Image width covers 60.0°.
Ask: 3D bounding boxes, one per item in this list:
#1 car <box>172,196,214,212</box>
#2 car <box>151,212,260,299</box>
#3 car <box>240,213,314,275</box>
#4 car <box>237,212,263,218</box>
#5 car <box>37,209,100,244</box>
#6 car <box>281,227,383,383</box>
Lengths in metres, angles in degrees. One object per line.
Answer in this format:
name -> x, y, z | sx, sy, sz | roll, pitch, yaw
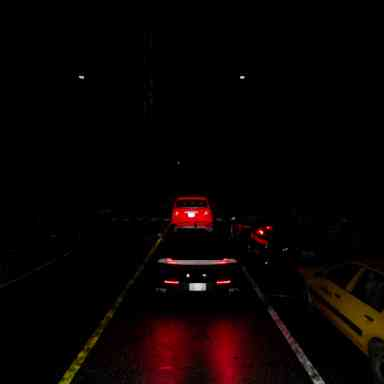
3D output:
car -> 0.061, 1.213, 18.749 | 2.150, 2.045, 5.566 | 0, 0, 2
car -> 0.096, 1.488, 8.400 | 2.128, 1.511, 4.902 | 0, 0, 0
car -> 2.863, 1.562, 10.228 | 1.947, 1.339, 4.313 | -1, 0, 0
car -> 2.861, 1.575, 15.814 | 1.802, 1.307, 4.206 | -1, 0, 0
car -> -5.685, 1.538, 15.808 | 1.887, 1.381, 4.507 | -1, 0, 0
car -> 2.864, 1.523, 4.812 | 1.752, 1.417, 4.829 | -1, 0, 0
